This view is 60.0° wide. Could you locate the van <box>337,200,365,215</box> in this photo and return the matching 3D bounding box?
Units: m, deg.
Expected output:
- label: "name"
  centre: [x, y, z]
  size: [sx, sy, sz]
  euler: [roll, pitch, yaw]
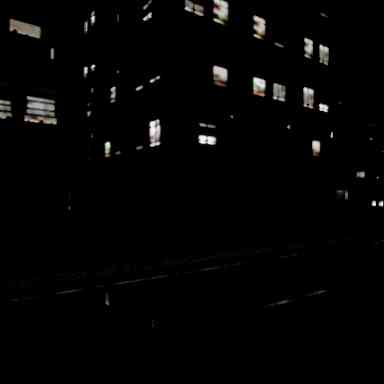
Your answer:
- label: "van"
  centre: [19.216, 1.910, 41.168]
  size: [1.690, 1.788, 3.998]
  euler: [-1, 0, -36]
